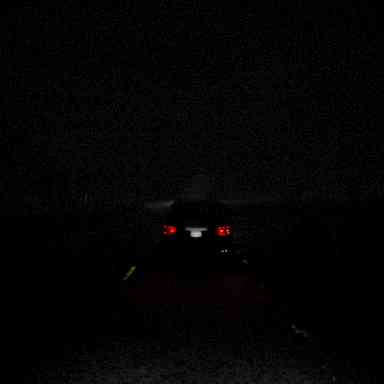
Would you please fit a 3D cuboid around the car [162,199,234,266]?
[{"bbox_3d":[0.297,1.254,11.912,2.150,2.045,5.566,0,0,4],"label":"car"}]
